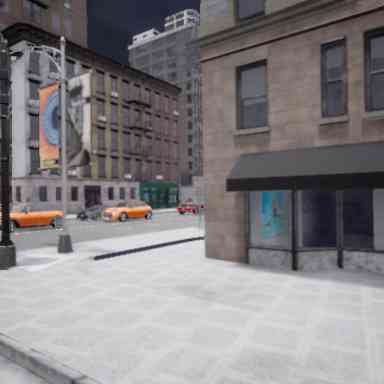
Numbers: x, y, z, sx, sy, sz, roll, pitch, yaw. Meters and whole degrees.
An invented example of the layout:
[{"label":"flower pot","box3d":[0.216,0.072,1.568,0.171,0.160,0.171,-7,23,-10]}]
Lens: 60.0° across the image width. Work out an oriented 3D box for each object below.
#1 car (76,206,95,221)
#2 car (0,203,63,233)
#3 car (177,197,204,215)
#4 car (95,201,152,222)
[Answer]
[{"label":"car","box3d":[-8.306,1.835,30.191,1.994,1.385,4.181,-1,-1,36]},{"label":"car","box3d":[-10.656,1.538,21.294,2.097,1.767,4.553,-1,-1,35]},{"label":"car","box3d":[0.657,1.465,37.213,2.150,2.045,5.566,-1,-1,35]},{"label":"car","box3d":[-5.537,1.564,28.507,2.097,1.767,4.553,-1,-1,35]}]
